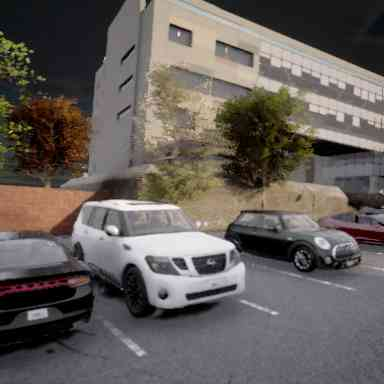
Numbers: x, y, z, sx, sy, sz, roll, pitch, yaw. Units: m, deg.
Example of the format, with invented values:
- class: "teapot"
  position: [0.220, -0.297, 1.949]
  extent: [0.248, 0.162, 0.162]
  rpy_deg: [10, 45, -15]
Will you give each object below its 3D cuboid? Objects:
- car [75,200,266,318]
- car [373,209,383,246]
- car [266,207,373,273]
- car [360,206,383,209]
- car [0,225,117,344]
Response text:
- class: "car"
  position: [-1.204, 1.261, 8.074]
  extent: [2.435, 2.045, 5.566]
  rpy_deg: [1, 0, -36]
- class: "car"
  position: [7.890, 1.643, 14.559]
  extent: [2.163, 1.488, 4.792]
  rpy_deg: [1, 0, -35]
- class: "car"
  position: [3.207, 1.436, 11.294]
  extent: [2.185, 1.767, 4.553]
  rpy_deg: [1, 0, -36]
- class: "car"
  position: [10.131, 1.513, 16.234]
  extent: [2.185, 1.767, 4.553]
  rpy_deg: [1, 0, -36]
- class: "car"
  position: [-3.493, 1.486, 6.468]
  extent: [2.097, 1.535, 5.008]
  rpy_deg: [1, 0, -35]
